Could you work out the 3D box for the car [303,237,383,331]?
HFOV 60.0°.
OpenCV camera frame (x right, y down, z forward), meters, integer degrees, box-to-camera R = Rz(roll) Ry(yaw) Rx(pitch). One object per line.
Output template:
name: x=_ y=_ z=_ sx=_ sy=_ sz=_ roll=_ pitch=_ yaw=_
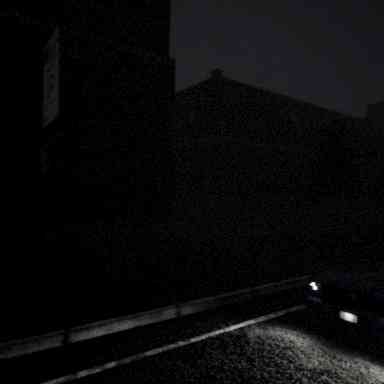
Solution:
car: x=4.536 y=1.585 z=6.614 sx=5.357 sy=1.411 sz=2.033 roll=2 pitch=-1 yaw=-36
